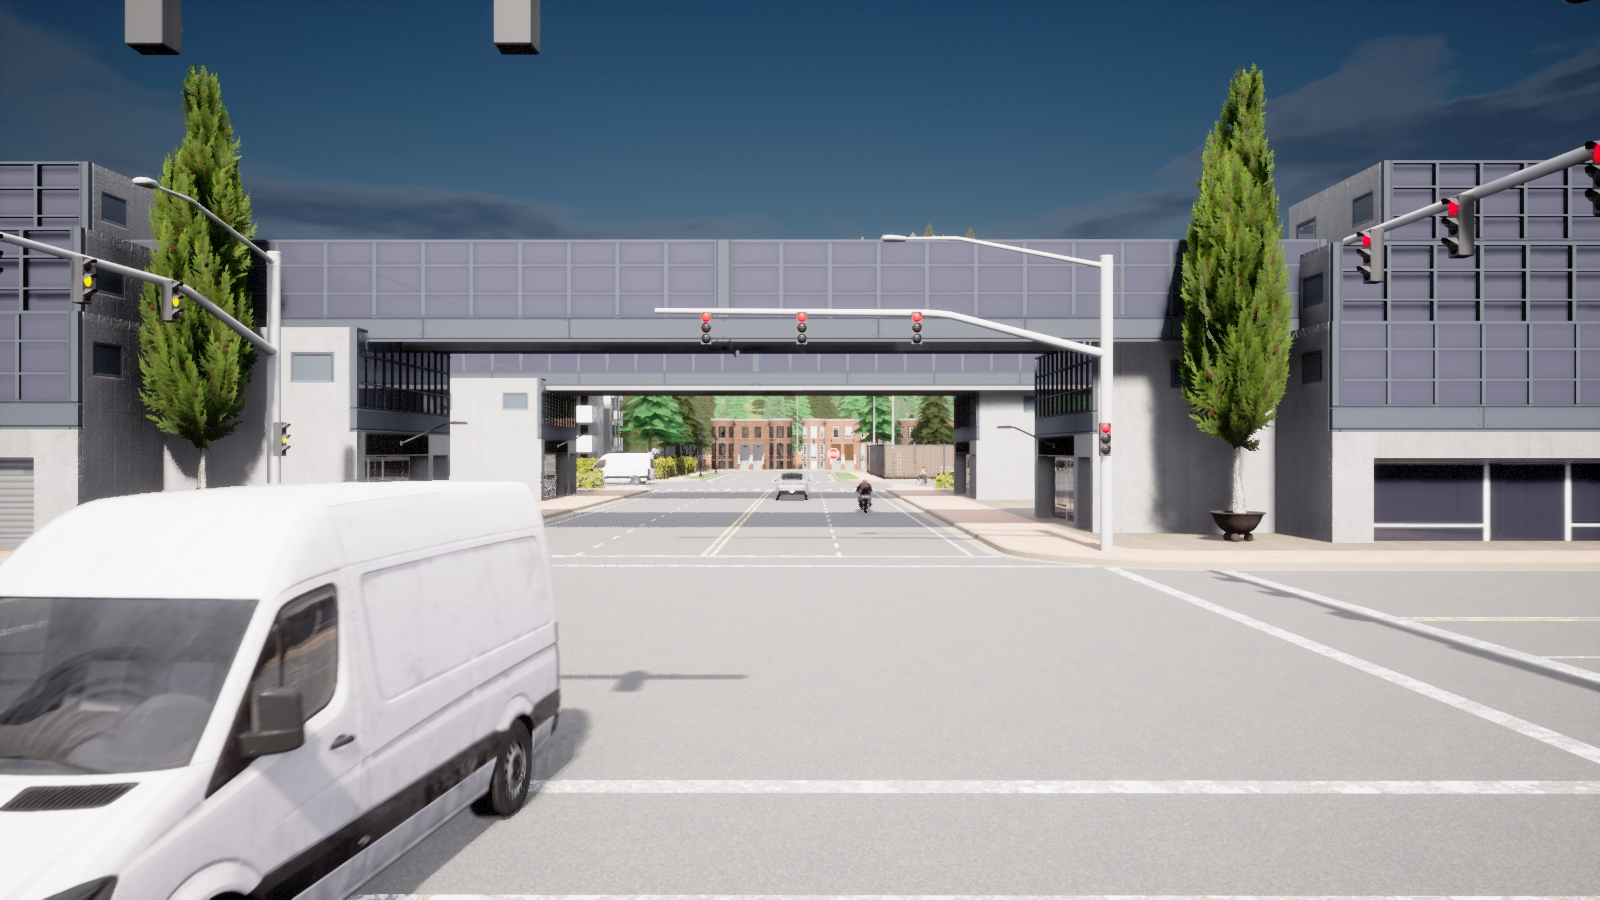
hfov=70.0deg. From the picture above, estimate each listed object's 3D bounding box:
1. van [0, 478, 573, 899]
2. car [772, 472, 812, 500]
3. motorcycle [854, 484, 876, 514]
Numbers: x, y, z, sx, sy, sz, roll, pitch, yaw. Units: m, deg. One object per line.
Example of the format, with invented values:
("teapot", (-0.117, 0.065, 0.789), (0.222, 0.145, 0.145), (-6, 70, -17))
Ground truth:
("van", (-3.362, 1.534, 7.188), (1.988, 2.561, 5.915), (0, 0, 7))
("car", (-0.436, 2.061, 66.033), (2.231, 1.480, 4.892), (0, 0, 0))
("motorcycle", (2.921, 2.205, 51.646), (0.867, 1.251, 2.209), (0, 0, 1))
